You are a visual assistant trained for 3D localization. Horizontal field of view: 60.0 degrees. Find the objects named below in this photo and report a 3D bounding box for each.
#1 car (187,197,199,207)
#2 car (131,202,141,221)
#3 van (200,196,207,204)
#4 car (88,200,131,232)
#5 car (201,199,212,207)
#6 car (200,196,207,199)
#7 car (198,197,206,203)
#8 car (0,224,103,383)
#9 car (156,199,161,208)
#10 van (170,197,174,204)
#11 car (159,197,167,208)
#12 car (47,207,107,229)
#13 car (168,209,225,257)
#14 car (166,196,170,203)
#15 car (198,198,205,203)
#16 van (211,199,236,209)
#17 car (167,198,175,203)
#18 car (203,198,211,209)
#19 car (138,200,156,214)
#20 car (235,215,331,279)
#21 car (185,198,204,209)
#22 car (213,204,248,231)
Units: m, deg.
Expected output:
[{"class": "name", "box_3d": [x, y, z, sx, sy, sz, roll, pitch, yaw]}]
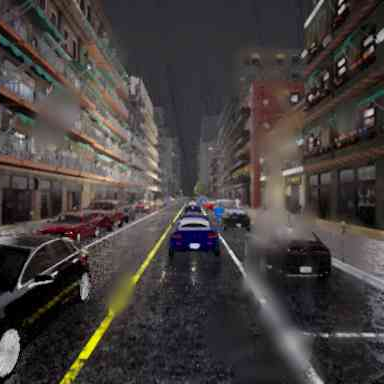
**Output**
[{"class": "car", "box_3d": [0.100, 1.792, 60.235, 2.097, 1.767, 4.553, 0, 0, 0]}, {"class": "car", "box_3d": [-5.685, 1.749, 27.049, 1.947, 1.339, 4.313, 0, 0, 0]}, {"class": "van", "box_3d": [2.694, 1.931, 78.032, 1.690, 1.788, 3.998, 0, -1, 0]}, {"class": "car", "box_3d": [-5.684, 1.457, 21.388, 2.192, 1.841, 5.009, 0, 0, 0]}, {"class": "car", "box_3d": [2.694, 2.029, 61.036, 1.802, 1.307, 4.206, 0, 0, 0]}, {"class": "car", "box_3d": [2.695, 1.841, 55.372, 1.967, 1.590, 4.097, 0, 0, 0]}, {"class": "car", "box_3d": [2.693, 2.133, 89.359, 1.967, 1.590, 4.097, 0, -1, 0]}, {"class": "car", "box_3d": [-3.101, 1.541, 5.465, 1.837, 1.490, 4.892, 0, 0, 0]}, {"class": "car", "box_3d": [-5.686, 1.861, 44.043, 2.008, 1.369, 4.403, 0, 0, 0]}, {"class": "van", "box_3d": [-5.686, 1.930, 78.032, 1.690, 1.788, 3.998, 0, -1, 0]}, {"class": "car", "box_3d": [-5.686, 1.925, 55.202, 1.752, 1.417, 4.829, 0, 0, 0]}, {"class": "car", "box_3d": [-5.685, 1.648, 15.721, 1.887, 1.381, 4.507, 0, 0, 0]}, {"class": "car", "box_3d": [0.058, 1.612, 13.211, 1.812, 1.442, 4.674, 0, 0, -1]}, {"class": "car", "box_3d": [-5.686, 1.887, 61.039, 1.967, 1.590, 4.097, 0, 0, 0]}, {"class": "car", "box_3d": [2.693, 2.311, 95.023, 1.947, 1.339, 4.313, 0, -1, 0]}, {"class": "van", "box_3d": [2.696, 1.524, 27.049, 1.690, 1.788, 3.998, 0, 0, 0]}, {"class": "car", "box_3d": [-5.688, 2.216, 89.189, 1.752, 1.417, 4.829, 0, -1, 0]}, {"class": "car", "box_3d": [2.694, 1.855, 44.042, 1.887, 1.381, 4.507, 0, 0, 0]}, {"class": "car", "box_3d": [-5.685, 1.707, 38.379, 1.967, 1.590, 4.097, 0, 0, 0]}, {"class": "car", "box_3d": [2.695, 1.617, 10.056, 2.008, 1.369, 4.403, 0, 0, 0]}, {"class": "car", "box_3d": [0.100, 1.860, 42.139, 1.994, 1.385, 4.181, 0, 0, 0]}, {"class": "car", "box_3d": [2.695, 1.693, 21.386, 2.008, 1.369, 4.403, 0, 0, 0]}]
